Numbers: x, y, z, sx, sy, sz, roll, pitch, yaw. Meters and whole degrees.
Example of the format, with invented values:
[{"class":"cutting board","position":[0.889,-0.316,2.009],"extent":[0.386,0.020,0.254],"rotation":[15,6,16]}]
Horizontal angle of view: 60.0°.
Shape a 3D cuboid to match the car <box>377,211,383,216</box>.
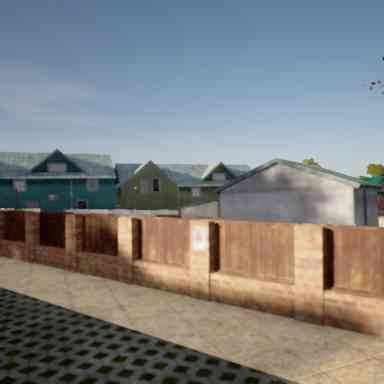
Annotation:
[{"class":"car","position":[21.574,3.305,39.709],"extent":[5.566,2.045,2.150],"rotation":[2,-3,-22]}]
